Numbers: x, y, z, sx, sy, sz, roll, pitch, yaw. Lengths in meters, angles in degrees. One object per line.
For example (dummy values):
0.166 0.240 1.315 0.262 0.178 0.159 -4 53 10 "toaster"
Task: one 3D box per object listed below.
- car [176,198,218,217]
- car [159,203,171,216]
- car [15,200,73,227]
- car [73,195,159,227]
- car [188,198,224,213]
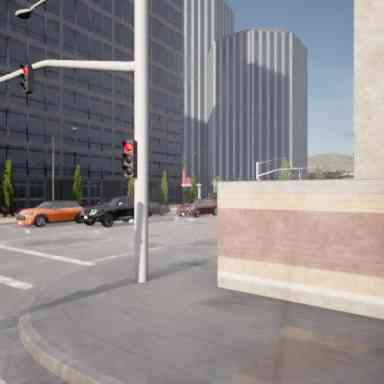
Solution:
0.528 1.401 31.530 2.097 1.767 4.553 0 0 36 "car"
-4.231 1.595 30.910 2.033 1.411 5.357 0 0 36 "car"
-9.758 1.399 23.216 2.097 1.767 4.553 0 0 36 "car"
-5.203 1.270 23.562 2.150 2.045 5.566 0 0 36 "car"
1.696 1.552 39.139 1.837 1.490 4.892 0 0 36 "car"
